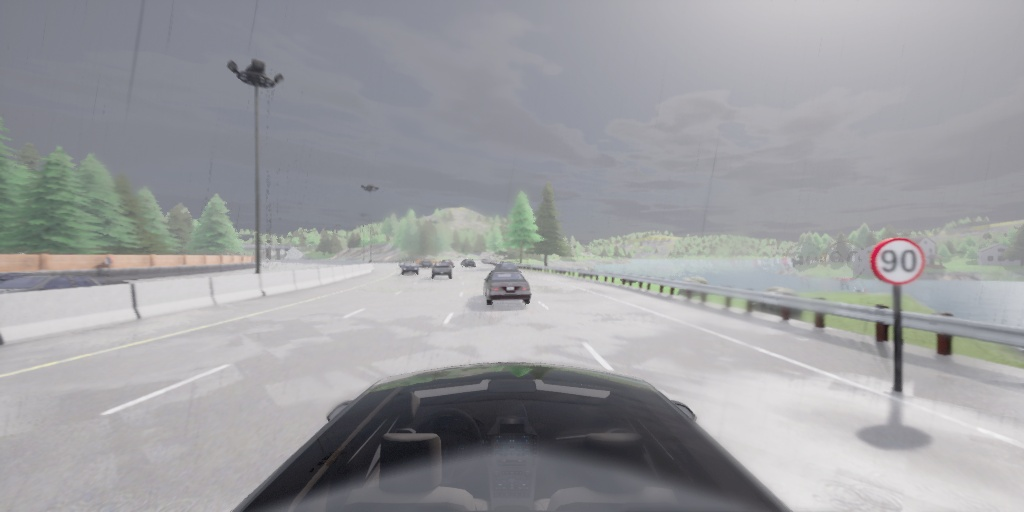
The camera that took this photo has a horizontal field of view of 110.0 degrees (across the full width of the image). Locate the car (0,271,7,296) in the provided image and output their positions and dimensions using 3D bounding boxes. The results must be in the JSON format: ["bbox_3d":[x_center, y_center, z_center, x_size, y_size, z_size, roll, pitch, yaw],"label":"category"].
[{"bbox_3d":[-29.026,1.530,17.325,2.033,1.411,5.357,0,0,-6],"label":"car"}]

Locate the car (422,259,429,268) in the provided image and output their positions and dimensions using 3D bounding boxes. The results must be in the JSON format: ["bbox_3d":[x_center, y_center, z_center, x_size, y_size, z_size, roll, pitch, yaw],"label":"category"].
[{"bbox_3d":[-15.161,1.353,63.095,2.128,1.511,4.902,0,0,-22],"label":"car"}]

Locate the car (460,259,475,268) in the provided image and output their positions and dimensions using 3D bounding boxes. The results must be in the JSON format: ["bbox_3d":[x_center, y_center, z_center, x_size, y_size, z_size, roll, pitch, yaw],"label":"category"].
[{"bbox_3d":[-7.941,1.307,64.042,1.837,1.490,4.892,0,0,-21],"label":"car"}]

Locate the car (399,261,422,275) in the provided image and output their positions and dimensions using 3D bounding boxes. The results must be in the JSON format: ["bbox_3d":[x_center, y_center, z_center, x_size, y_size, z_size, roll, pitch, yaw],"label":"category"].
[{"bbox_3d":[-11.655,1.437,41.126,1.895,1.301,4.718,0,0,-16],"label":"car"}]

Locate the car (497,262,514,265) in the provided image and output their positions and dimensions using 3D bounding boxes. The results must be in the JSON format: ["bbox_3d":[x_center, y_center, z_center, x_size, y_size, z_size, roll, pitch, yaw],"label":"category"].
[{"bbox_3d":[-0.675,1.312,39.923,1.994,1.385,4.181,0,0,-13],"label":"car"}]

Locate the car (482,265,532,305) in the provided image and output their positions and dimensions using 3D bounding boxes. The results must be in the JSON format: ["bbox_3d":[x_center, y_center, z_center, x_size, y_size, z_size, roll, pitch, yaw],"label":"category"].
[{"bbox_3d":[-0.333,1.297,16.246,2.033,1.411,5.357,0,0,-6],"label":"car"}]

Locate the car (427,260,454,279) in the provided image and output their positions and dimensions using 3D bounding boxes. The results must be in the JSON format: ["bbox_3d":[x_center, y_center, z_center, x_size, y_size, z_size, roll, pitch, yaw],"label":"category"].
[{"bbox_3d":[-6.688,1.289,34.128,2.128,1.511,4.902,0,0,-11],"label":"car"}]

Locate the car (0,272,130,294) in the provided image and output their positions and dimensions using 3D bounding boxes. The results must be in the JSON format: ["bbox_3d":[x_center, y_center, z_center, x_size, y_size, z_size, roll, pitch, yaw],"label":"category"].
[{"bbox_3d":[-18.169,1.443,14.049,2.033,1.411,5.357,0,0,-5],"label":"car"}]
